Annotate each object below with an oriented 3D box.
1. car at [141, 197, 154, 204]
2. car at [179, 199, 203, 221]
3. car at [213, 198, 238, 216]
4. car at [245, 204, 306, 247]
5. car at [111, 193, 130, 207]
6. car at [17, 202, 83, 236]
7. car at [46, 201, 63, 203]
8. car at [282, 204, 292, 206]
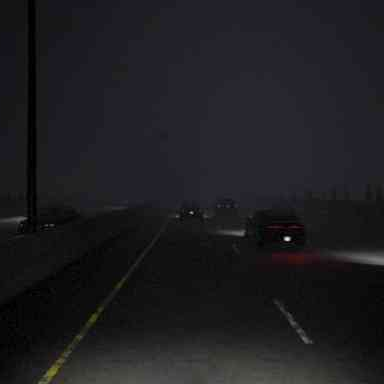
[{"bbox_3d":[-8.153,1.643,61.031,1.895,1.301,4.718,0,0,-1],"label":"car"},{"bbox_3d":[-0.093,1.582,27.746,1.994,1.385,4.181,0,0,-1],"label":"car"},{"bbox_3d":[3.272,1.374,33.174,2.097,1.767,4.553,0,0,-2],"label":"car"},{"bbox_3d":[3.586,1.515,14.986,1.837,1.490,4.892,0,0,0],"label":"car"},{"bbox_3d":[-11.474,1.250,53.767,2.150,2.045,5.566,0,0,-1],"label":"car"},{"bbox_3d":[-7.134,1.503,17.220,2.128,1.511,4.902,0,0,0],"label":"car"},{"bbox_3d":[-14.464,1.624,34.675,1.895,1.301,4.718,0,0,-2],"label":"car"},{"bbox_3d":[6.950,1.581,25.854,1.994,1.385,4.181,0,0,-1],"label":"car"}]
